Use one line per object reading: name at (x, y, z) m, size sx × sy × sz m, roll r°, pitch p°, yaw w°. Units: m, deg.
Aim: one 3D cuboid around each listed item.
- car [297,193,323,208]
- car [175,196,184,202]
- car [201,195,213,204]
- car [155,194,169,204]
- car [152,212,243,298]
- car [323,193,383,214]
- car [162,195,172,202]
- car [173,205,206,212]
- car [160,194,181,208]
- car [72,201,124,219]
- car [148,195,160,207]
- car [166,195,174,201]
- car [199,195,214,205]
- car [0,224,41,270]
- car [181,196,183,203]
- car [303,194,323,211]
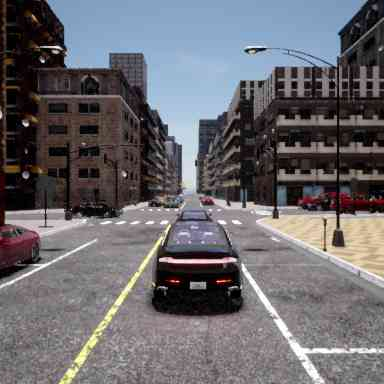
car at (14.598, 1.015, 37.595) m, size 5.009 × 1.841 × 2.192 m, roll -1°, pitch 1°, yaw 0°
car at (-2.917, 1.572, 79.118) m, size 2.033 × 1.411 × 5.357 m, roll 0°, pitch 0°, yaw 0°
car at (2.755, 1.462, 62.659) m, size 1.967 × 1.590 × 4.097 m, roll 0°, pitch 0°, yaw 0°
car at (-5.626, 1.337, 62.666) m, size 2.192 × 1.841 × 5.009 m, roll 0°, pitch 0°, yaw 0°
car at (0.111, 1.491, 8.484) m, size 2.128 × 1.511 × 4.902 m, roll 0°, pitch 0°, yaw 0°
car at (14.724, 1.029, 29.217) m, size 5.009 × 1.841 × 2.192 m, roll -1°, pitch 1°, yaw 0°
car at (-5.613, 1.471, 74.031) m, size 1.967 × 1.590 × 4.097 m, roll 0°, pitch 0°, yaw 0°
car at (0.116, 1.565, 17.099) m, size 1.994 × 1.385 × 4.181 m, roll 0°, pitch 0°, yaw 0°
car at (-3.015, 1.365, 48.248) m, size 2.097 × 1.767 × 4.553 m, roll 0°, pitch 0°, yaw 0°
car at (-8.596, 1.647, 30.563) m, size 4.892 × 1.490 × 1.837 m, roll -1°, pitch -1°, yaw 17°
car at (-5.637, 1.581, 51.301) m, size 1.947 × 1.339 × 4.313 m, roll 0°, pitch 0°, yaw 0°
car at (-5.601, 1.481, 85.396) m, size 1.967 × 1.590 × 4.097 m, roll 0°, pitch 0°, yaw 0°
car at (2.748, 1.458, 56.976) m, size 1.967 × 1.590 × 4.097 m, roll 0°, pitch 0°, yaw 0°
car at (-5.732, 1.582, 9.277) m, size 1.802 × 1.307 × 4.206 m, roll 0°, pitch 0°, yaw 0°
car at (-3.019, 1.620, 58.181) m, size 1.895 × 1.301 × 4.718 m, roll 0°, pitch 0°, yaw 0°
car at (14.603, 1.230, 35.024) m, size 4.674 × 1.442 × 1.812 m, roll -1°, pitch 0°, yaw 0°
